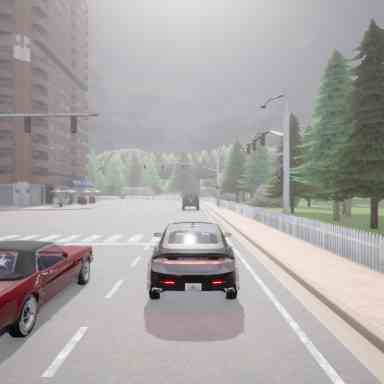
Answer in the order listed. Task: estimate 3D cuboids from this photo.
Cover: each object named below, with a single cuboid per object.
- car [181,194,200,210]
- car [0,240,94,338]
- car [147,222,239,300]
[{"bbox_3d":[-0.186,1.222,43.298,2.150,2.045,5.566,0,0,-1],"label":"car"},{"bbox_3d":[-3.452,1.601,6.548,1.895,1.301,4.718,0,0,0],"label":"car"},{"bbox_3d":[0.021,1.492,8.398,2.128,1.511,4.902,0,0,0],"label":"car"}]
